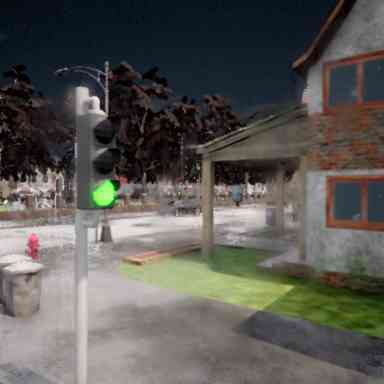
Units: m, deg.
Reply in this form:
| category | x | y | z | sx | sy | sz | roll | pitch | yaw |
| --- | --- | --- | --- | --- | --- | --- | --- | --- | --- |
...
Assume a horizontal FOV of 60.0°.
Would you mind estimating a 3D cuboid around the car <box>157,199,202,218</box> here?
| category | x | y | z | sx | sy | sz | roll | pitch | yaw |
| --- | --- | --- | --- | --- | --- | --- | --- | --- | --- |
| car | -1.040 | 1.373 | 28.961 | 1.837 | 1.490 | 4.892 | 1 | 0 | 36 |

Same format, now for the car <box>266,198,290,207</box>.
| category | x | y | z | sx | sy | sz | roll | pitch | yaw |
| --- | --- | --- | --- | --- | --- | --- | --- | --- | --- |
| car | 12.326 | 1.470 | 47.519 | 1.895 | 1.301 | 4.718 | 1 | 0 | 36 |
